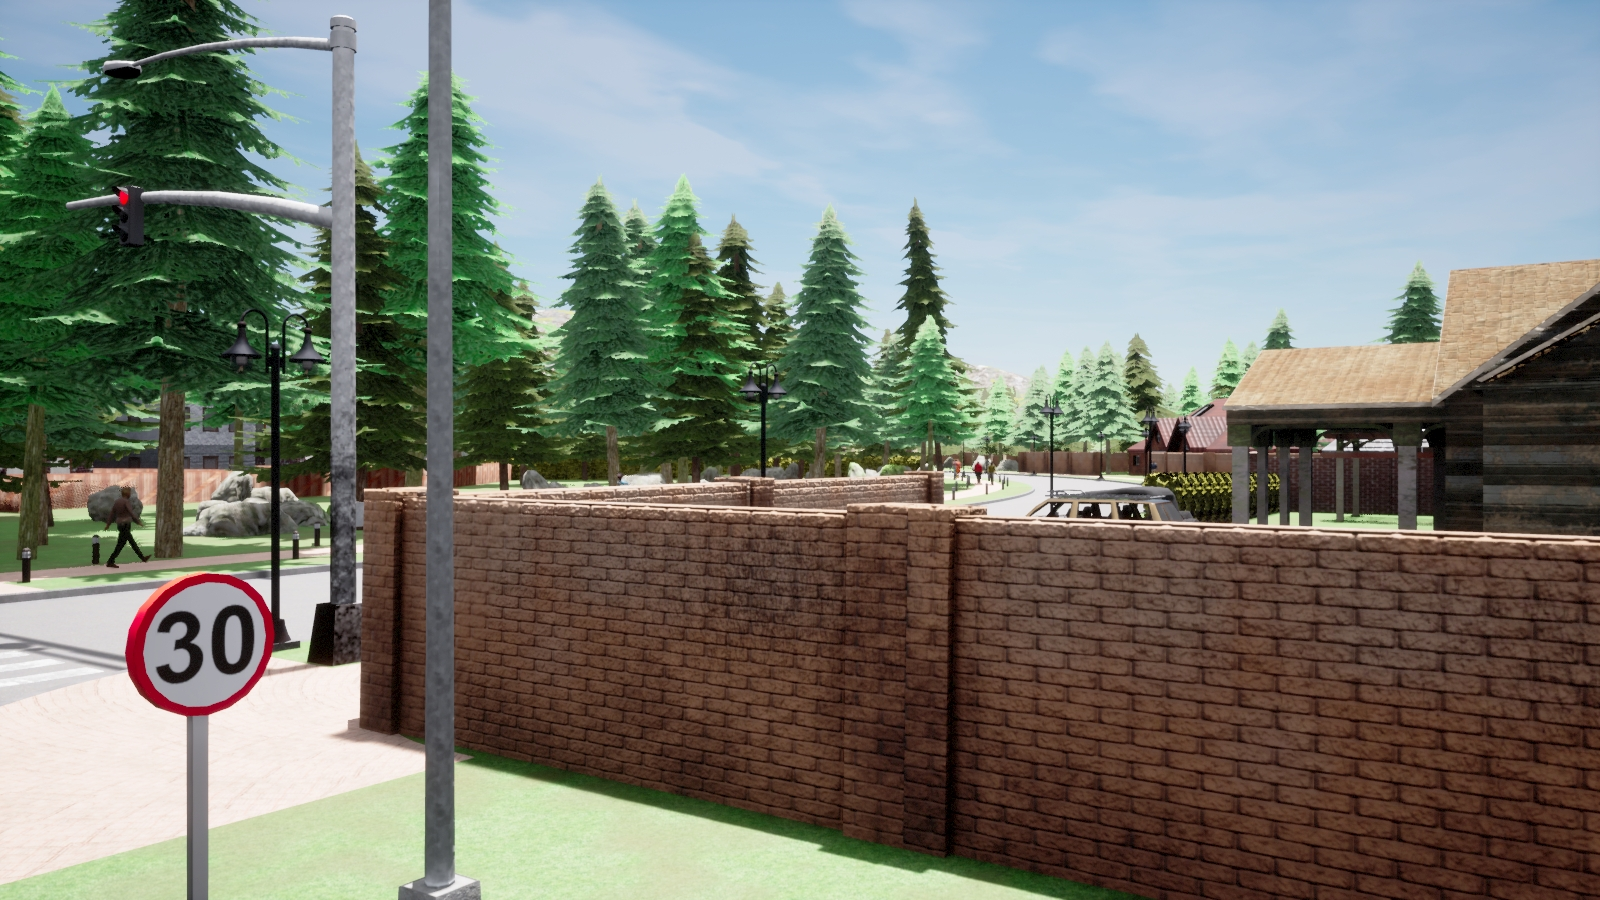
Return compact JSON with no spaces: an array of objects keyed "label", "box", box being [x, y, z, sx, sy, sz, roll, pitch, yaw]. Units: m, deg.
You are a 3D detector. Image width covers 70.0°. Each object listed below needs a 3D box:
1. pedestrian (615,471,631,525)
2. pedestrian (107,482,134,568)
[{"label":"pedestrian","box":[-6.119,1.646,39.517,0.375,1.860,0.375,0,0,34]},{"label":"pedestrian","box":[-14.954,1.647,25.155,0.375,1.860,0.375,0,0,28]}]
